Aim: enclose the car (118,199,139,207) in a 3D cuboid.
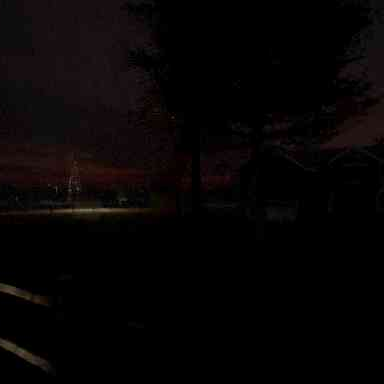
[{"bbox_3d":[-13.125,2.268,69.276,2.128,1.511,4.902,1,0,36],"label":"car"}]
